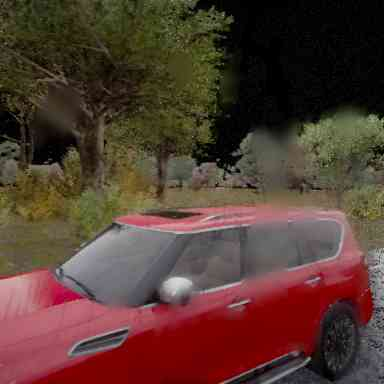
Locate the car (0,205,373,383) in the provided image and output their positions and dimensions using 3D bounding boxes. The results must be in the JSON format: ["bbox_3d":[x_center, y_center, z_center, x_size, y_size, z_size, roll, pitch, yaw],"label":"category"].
[{"bbox_3d":[-0.083,1.221,3.933,5.566,2.045,2.150,0,0,-35],"label":"car"}]
